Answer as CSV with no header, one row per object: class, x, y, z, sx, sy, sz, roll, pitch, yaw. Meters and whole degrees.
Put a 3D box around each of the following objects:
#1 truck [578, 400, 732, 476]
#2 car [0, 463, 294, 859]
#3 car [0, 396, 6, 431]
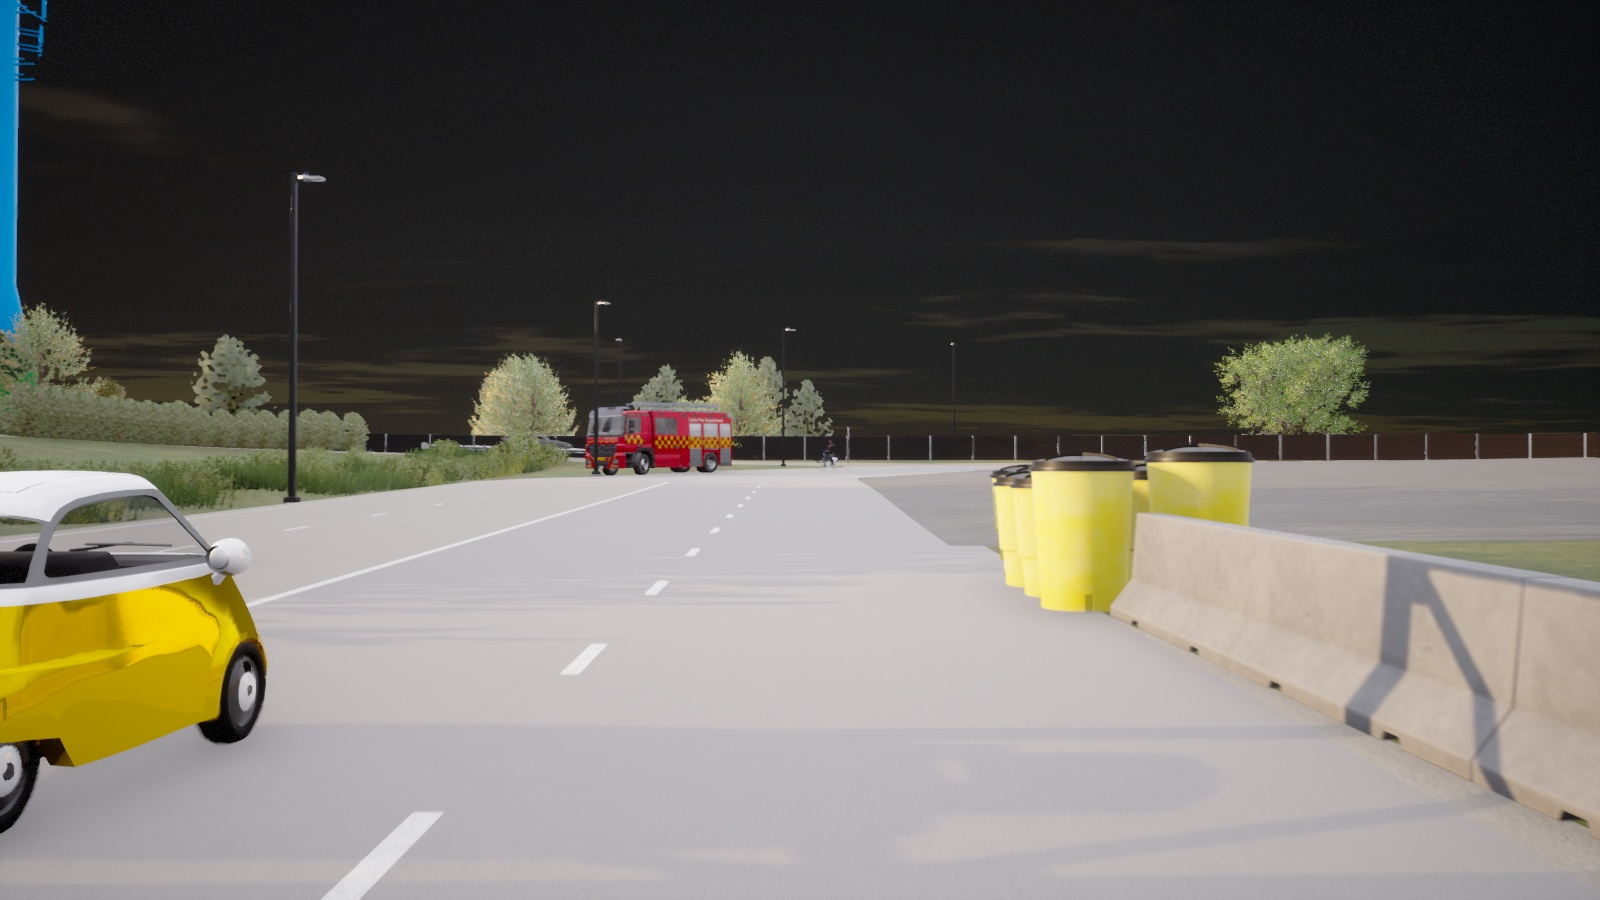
truck,-7.594,-0.595,67.062,2.891,3.827,8.468,-1,0,40
car,-3.453,0.768,5.613,1.481,1.376,2.207,0,1,0
car,-39.306,-1.829,57.800,2.152,1.651,5.027,0,-2,2
